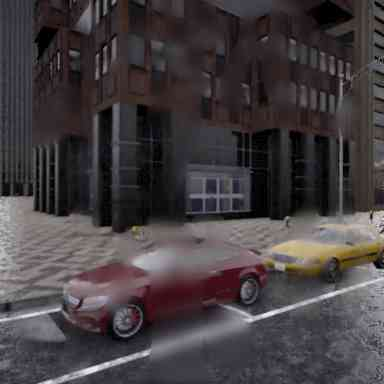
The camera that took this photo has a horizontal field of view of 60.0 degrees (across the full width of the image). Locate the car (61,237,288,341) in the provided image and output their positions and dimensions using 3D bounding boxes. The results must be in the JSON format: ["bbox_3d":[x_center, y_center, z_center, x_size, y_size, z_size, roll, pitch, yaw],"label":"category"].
[{"bbox_3d":[-0.284,1.580,6.443,4.206,1.307,1.802,0,0,-36],"label":"car"}]

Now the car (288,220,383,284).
[{"bbox_3d":[4.138,1.519,9.597,4.829,1.417,1.752,0,0,-36],"label":"car"}]
